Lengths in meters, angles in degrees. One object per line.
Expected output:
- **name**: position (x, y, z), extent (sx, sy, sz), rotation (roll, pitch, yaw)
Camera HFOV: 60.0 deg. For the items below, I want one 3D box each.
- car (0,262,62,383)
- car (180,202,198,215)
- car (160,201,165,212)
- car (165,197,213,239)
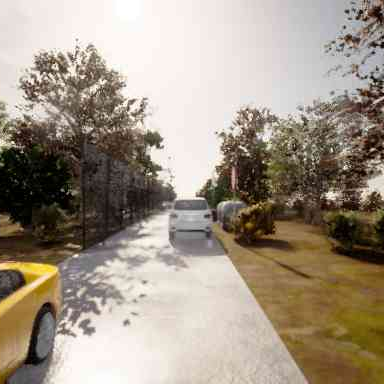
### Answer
- **car**: position (-2.874, 1.483, 2.995), extent (1.882, 1.535, 5.008), rotation (0, 0, 0)
- **car**: position (-0.395, 1.970, 40.819), extent (2.033, 1.411, 5.357), rotation (0, -1, -1)
- **car**: position (-3.388, 2.055, 47.026), extent (2.128, 1.511, 4.902), rotation (0, -2, 0)
- **car**: position (-0.098, 1.306, 18.079), extent (2.150, 2.045, 5.566), rotation (0, 0, -1)
